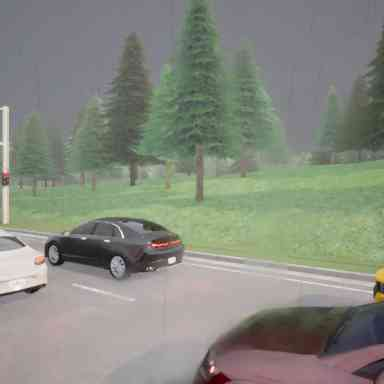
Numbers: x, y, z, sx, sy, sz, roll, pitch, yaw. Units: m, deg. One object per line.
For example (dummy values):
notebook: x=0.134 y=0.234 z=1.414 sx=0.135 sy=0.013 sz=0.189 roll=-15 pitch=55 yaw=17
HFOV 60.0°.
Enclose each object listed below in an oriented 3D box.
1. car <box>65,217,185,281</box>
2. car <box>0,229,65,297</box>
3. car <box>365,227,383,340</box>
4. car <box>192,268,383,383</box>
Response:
car: x=-2.474 y=1.503 z=9.944 sx=4.892 sy=1.490 sz=1.837 roll=0 pitch=0 yaw=36
car: x=-5.107 y=1.524 z=7.534 sx=4.674 sy=1.442 sz=1.812 roll=0 pitch=0 yaw=36
car: x=5.297 y=1.478 z=4.510 sx=5.008 sy=1.535 sz=1.882 roll=0 pitch=0 yaw=36
car: x=2.045 y=1.564 z=2.532 sx=4.181 sy=1.385 sz=1.994 roll=0 pitch=0 yaw=35
